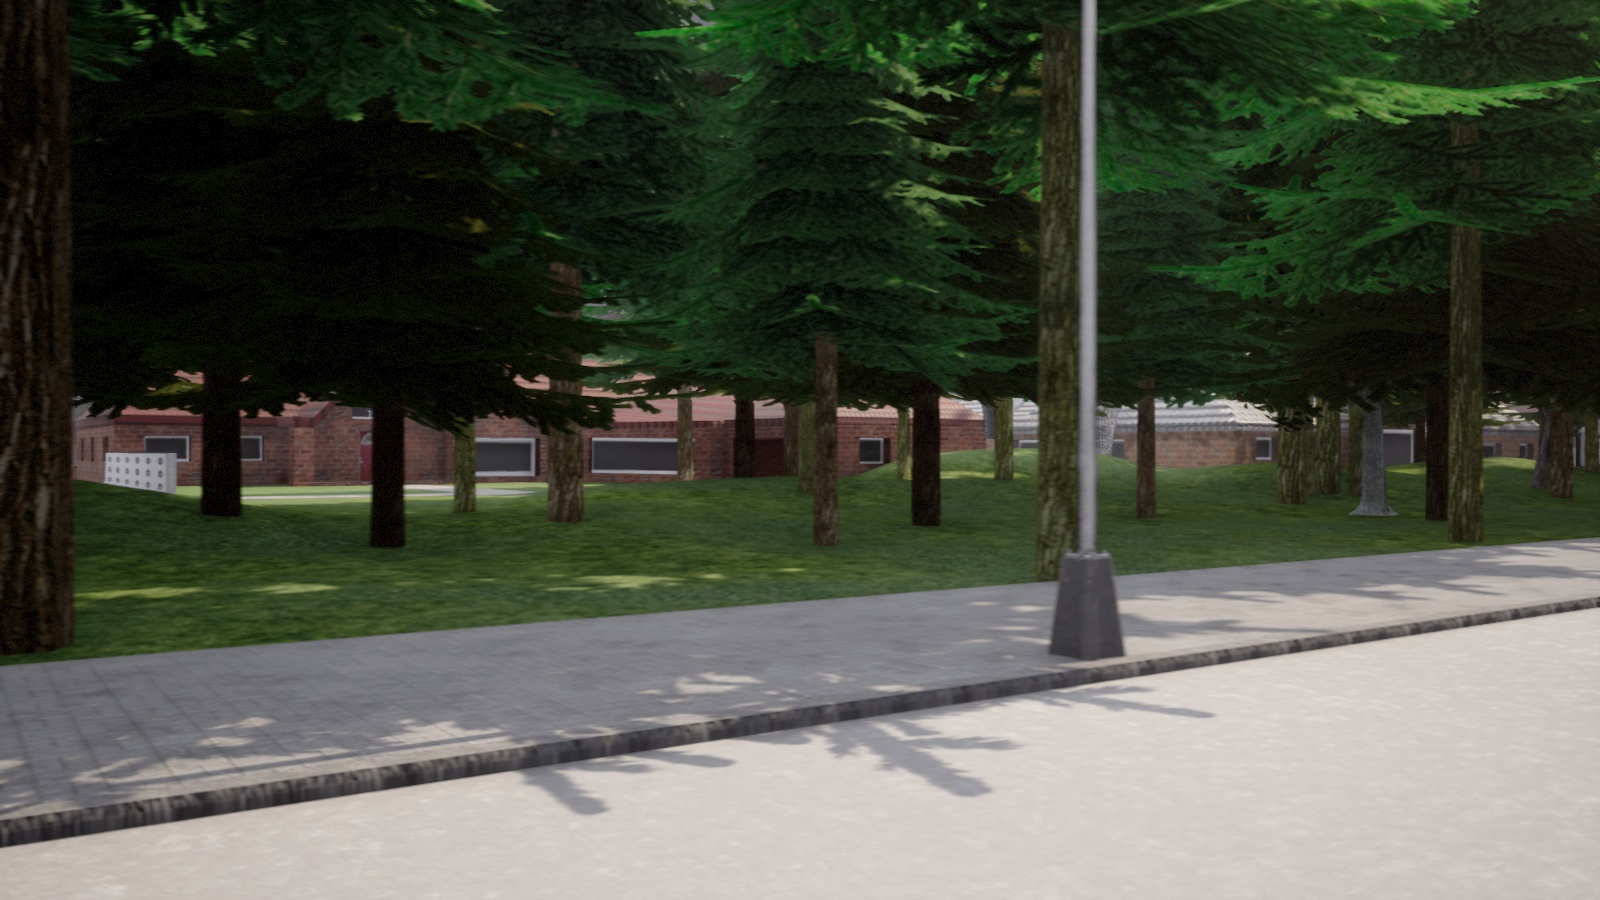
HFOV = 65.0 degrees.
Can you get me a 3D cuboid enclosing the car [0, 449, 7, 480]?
[{"bbox_3d":[-45.746,0.786,67.674,5.027,1.651,2.152,0,0,-35],"label":"car"}]
